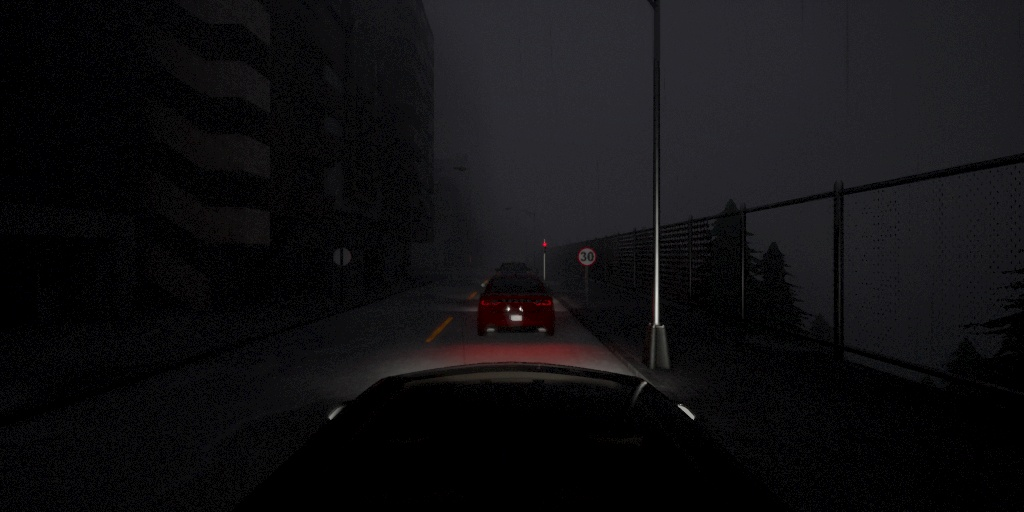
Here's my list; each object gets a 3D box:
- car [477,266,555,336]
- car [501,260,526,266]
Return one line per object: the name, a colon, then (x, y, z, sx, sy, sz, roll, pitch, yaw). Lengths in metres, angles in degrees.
car: (0.092, 1.228, 10.436, 1.882, 1.535, 5.008, 0, 0, 0)
car: (0.086, 1.102, 20.806, 2.097, 1.767, 4.553, 0, 0, 0)
